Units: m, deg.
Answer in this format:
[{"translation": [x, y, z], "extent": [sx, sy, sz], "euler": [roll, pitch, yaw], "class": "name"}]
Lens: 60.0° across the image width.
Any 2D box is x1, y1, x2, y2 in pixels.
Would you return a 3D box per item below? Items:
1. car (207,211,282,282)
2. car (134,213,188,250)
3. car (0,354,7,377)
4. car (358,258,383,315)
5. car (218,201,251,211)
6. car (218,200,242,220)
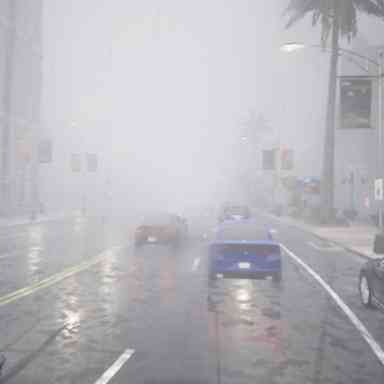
[{"translation": [1.591, 1.581, 10.241], "extent": [1.882, 1.535, 5.008], "euler": [0, 0, 8], "class": "car"}, {"translation": [-1.290, 1.657, 15.060], "extent": [1.812, 1.442, 4.674], "euler": [0, 0, 6], "class": "car"}, {"translation": [-3.644, 1.541, 1.457], "extent": [2.033, 1.411, 5.357], "euler": [0, -1, 17], "class": "car"}, {"translation": [4.063, 1.574, 5.081], "extent": [1.837, 1.490, 4.892], "euler": [0, -1, 12], "class": "car"}, {"translation": [2.749, 1.560, 21.008], "extent": [2.097, 1.767, 4.553], "euler": [0, 0, 5], "class": "car"}, {"translation": [3.622, 1.669, 32.452], "extent": [2.097, 1.767, 4.553], "euler": [0, -1, 5], "class": "car"}]
